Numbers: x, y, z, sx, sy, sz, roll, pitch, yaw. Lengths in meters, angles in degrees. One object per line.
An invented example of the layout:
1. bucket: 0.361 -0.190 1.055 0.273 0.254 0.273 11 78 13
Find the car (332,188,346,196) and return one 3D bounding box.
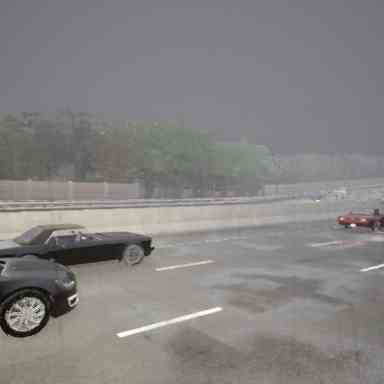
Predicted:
1. car: 37.376 0.008 84.593 2.150 2.045 5.566 0 3 40

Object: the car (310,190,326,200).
1. car: 27.255 0.627 71.905 2.150 2.045 5.566 0 2 36

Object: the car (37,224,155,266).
1. car: -3.501 1.599 9.844 4.718 1.301 1.895 0 0 -35

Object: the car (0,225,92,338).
1. car: -4.270 1.505 4.997 4.892 1.490 1.837 0 0 -35

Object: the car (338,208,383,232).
1. car: 10.928 1.590 20.089 4.718 1.301 1.895 0 0 -35
